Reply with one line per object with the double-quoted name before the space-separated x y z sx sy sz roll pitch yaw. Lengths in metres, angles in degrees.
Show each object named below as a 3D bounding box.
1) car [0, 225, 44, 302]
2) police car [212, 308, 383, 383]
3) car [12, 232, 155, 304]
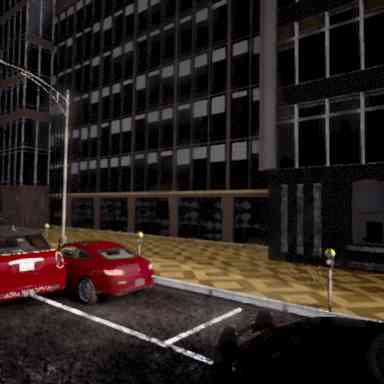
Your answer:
"car" -5.202 1.643 8.431 4.553 1.767 2.097 -1 -3 38
"police car" 2.528 1.577 2.323 5.238 1.638 1.930 -1 -3 39
"car" -2.810 1.930 8.862 4.206 1.307 1.802 -1 -3 39
